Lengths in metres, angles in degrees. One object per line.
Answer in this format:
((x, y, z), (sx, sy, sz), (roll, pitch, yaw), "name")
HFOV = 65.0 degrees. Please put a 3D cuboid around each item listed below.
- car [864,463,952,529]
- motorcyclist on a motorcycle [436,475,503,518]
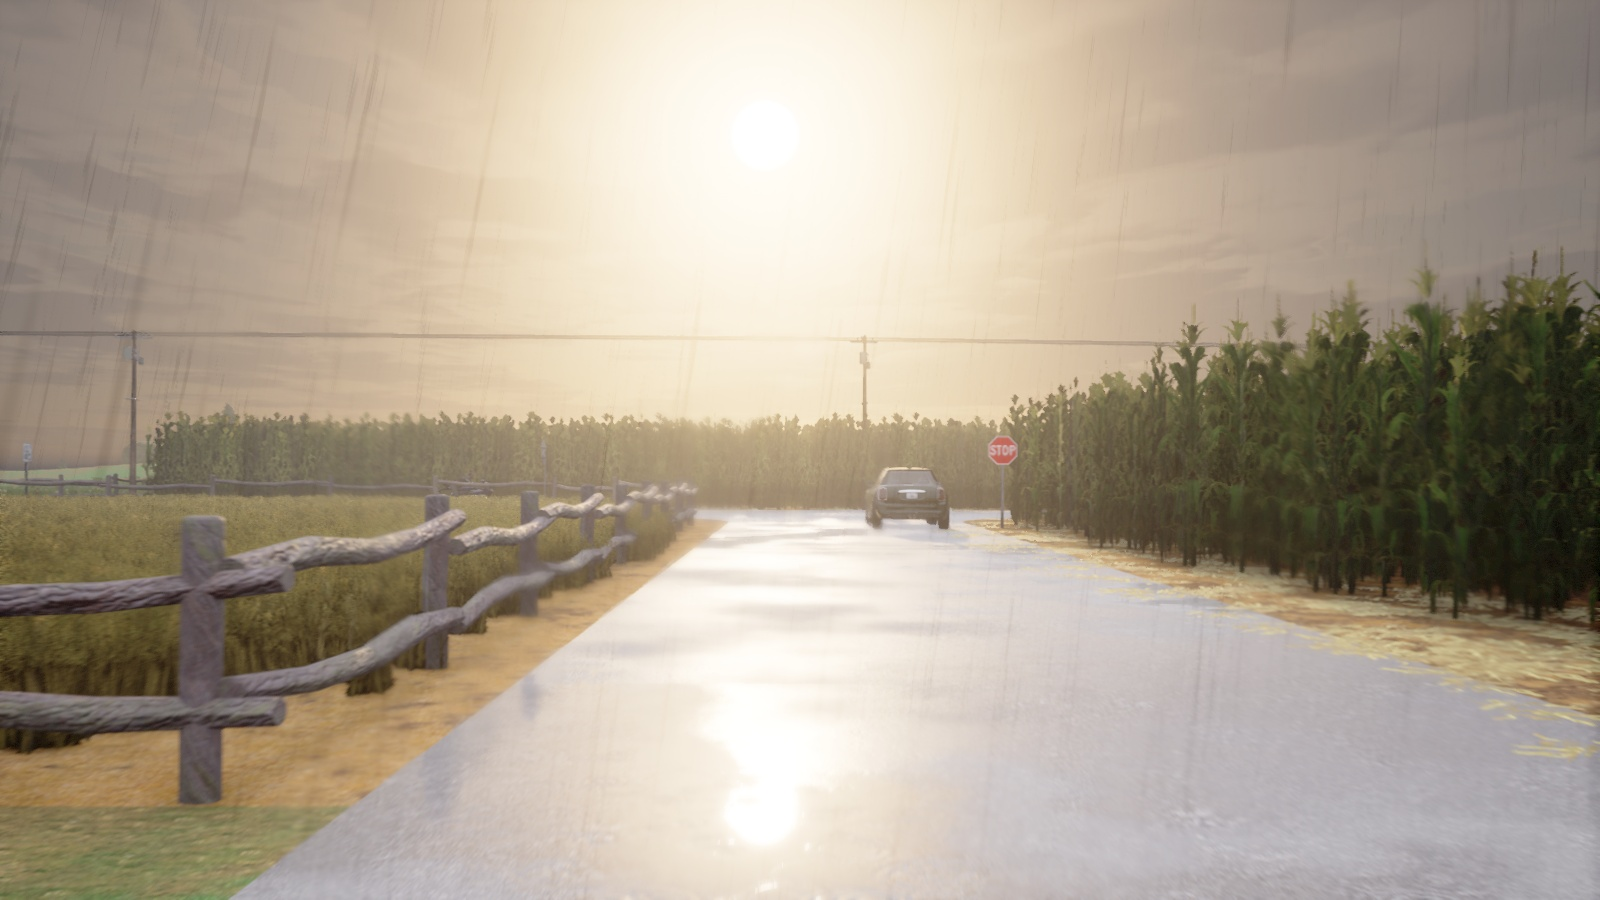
((3.012, 1.272, 36.021), (2.097, 1.767, 4.553), (0, -1, 0), "car")
((-11.902, 1.664, 45.230), (2.191, 1.530, 0.866), (0, -1, 0), "motorcyclist on a motorcycle")
